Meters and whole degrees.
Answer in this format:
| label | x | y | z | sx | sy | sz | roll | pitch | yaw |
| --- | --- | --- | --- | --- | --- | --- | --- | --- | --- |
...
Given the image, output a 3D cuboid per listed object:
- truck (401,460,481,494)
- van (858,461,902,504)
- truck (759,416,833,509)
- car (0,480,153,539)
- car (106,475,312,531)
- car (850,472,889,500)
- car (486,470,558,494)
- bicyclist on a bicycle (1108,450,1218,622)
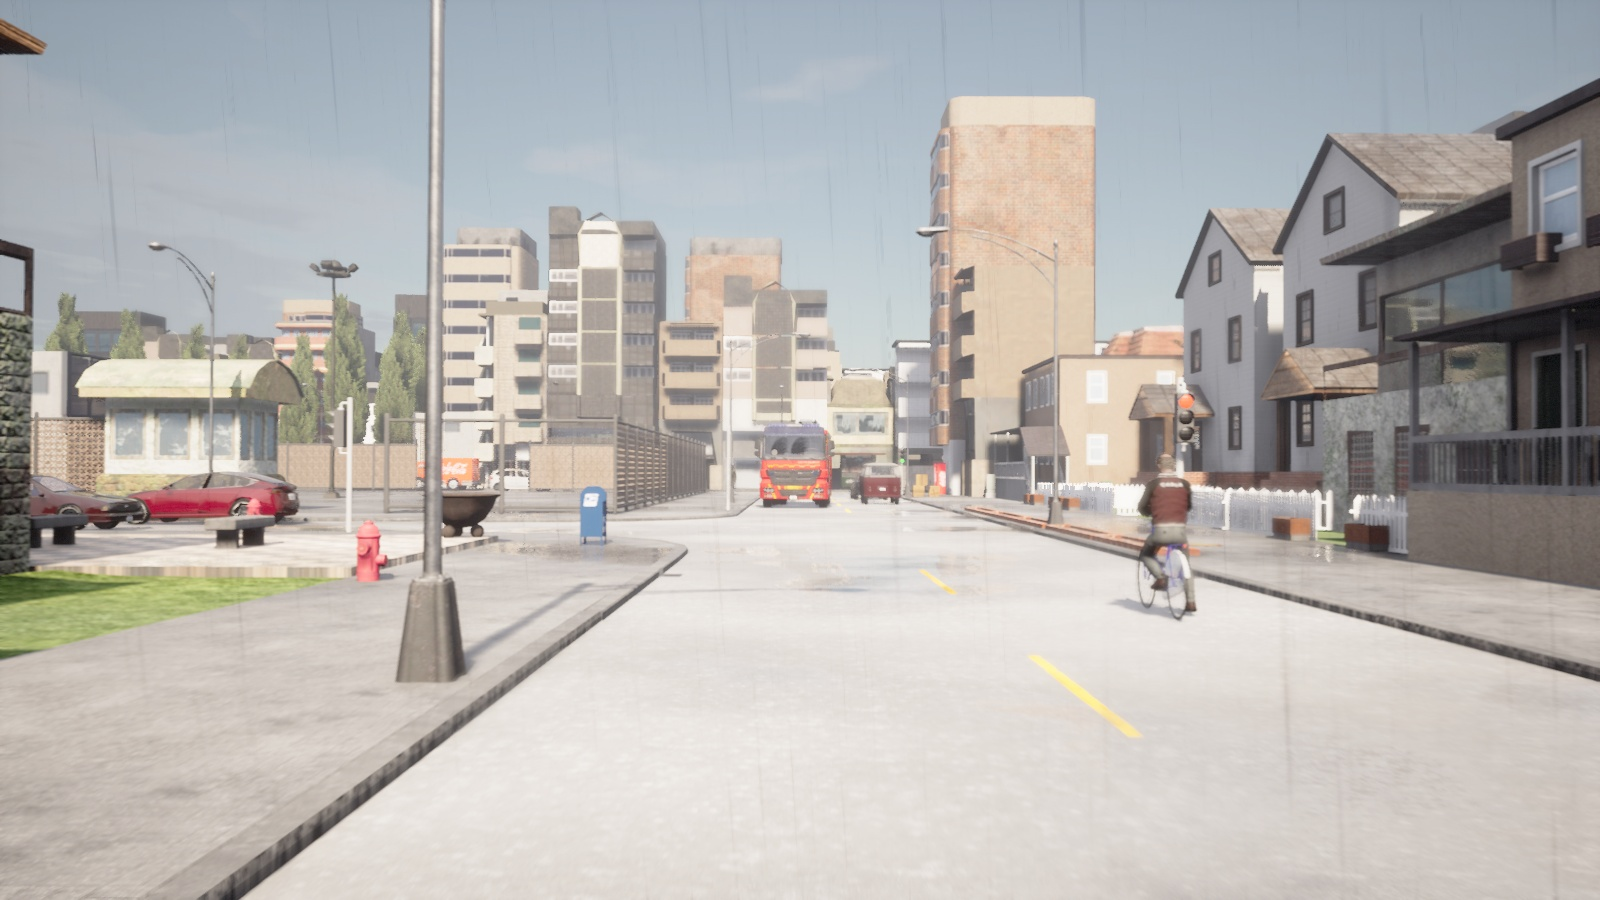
| label | x | y | z | sx | sy | sz | roll | pitch | yaw |
| --- | --- | --- | --- | --- | --- | --- | --- | --- | --- |
| truck | -26.562 | 1.993 | 93.074 | 5.204 | 2.467 | 2.627 | 0 | -1 | 0 |
| van | 3.851 | 1.570 | 60.807 | 1.775 | 1.987 | 4.442 | 0 | -1 | -1 |
| truck | -0.074 | 0.594 | 56.408 | 2.891 | 3.827 | 8.468 | 0 | -1 | 3 |
| car | -19.439 | 1.468 | 31.521 | 5.357 | 1.411 | 2.033 | 0 | -1 | -1 |
| car | -16.618 | 1.475 | 35.499 | 4.792 | 1.488 | 2.163 | 0 | -1 | 1 |
| car | 3.842 | 1.976 | 69.987 | 1.837 | 1.490 | 4.892 | 0 | -1 | -1 |
| car | -19.679 | 2.229 | 89.092 | 4.611 | 1.667 | 2.242 | 0 | -1 | 0 |
| bicyclist on a bicycle | 3.976 | 0.902 | 13.895 | 0.659 | 1.776 | 1.843 | 0 | -1 | -1 |
